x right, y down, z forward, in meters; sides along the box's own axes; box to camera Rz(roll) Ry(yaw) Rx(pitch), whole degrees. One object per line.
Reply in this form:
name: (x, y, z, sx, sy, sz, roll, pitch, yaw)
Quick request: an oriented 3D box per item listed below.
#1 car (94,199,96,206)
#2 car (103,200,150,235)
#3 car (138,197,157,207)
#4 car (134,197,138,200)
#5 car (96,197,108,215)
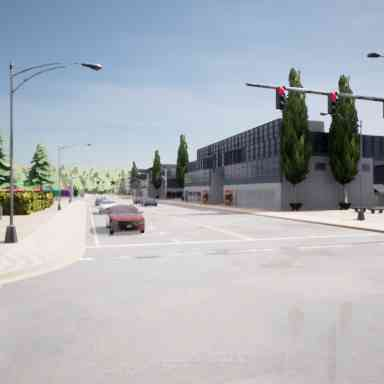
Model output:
car: (-14.583, 1.500, 53.320, 2.128, 1.511, 4.902, 0, 0, -18)
car: (-3.946, 1.477, 19.332, 1.882, 1.535, 5.008, 0, 0, -17)
car: (-6.637, 1.563, 51.591, 1.994, 1.385, 4.181, 0, 0, -17)
car: (-9.625, 1.563, 60.856, 1.994, 1.385, 4.181, 0, 0, -18)
car: (-8.525, 1.525, 33.889, 1.812, 1.442, 4.674, 0, 0, -18)
